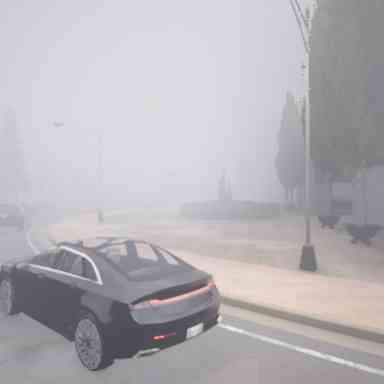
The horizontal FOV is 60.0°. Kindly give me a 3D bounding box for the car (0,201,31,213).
[{"bbox_3d":[-24.046,1.934,44.747,1.837,1.490,4.892,0,-1,9],"label":"car"}]

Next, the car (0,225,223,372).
[{"bbox_3d":[-1.749,1.552,5.843,4.902,1.511,2.128,0,-1,42],"label":"car"}]

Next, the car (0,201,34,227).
[{"bbox_3d":[-12.284,1.568,22.532,2.097,1.767,4.553,0,-1,-20],"label":"car"}]

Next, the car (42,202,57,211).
[{"bbox_3d":[-20.428,2.038,45.214,1.895,1.301,4.718,0,-1,10],"label":"car"}]

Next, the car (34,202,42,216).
[{"bbox_3d":[-17.740,1.806,34.263,1.882,1.535,5.008,0,-1,-2],"label":"car"}]
